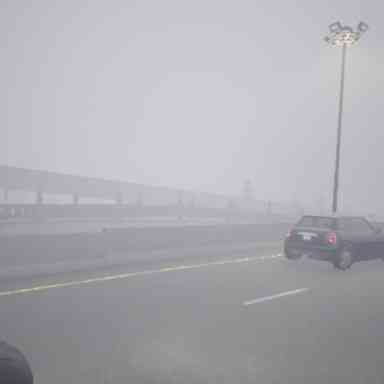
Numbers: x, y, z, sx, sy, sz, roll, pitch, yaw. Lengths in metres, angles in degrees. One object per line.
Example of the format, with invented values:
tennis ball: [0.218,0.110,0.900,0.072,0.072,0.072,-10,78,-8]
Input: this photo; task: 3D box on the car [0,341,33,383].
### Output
car: [-3.369,1.486,1.344,5.008,1.535,1.882,0,0,-36]

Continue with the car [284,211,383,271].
car: [5.421,1.577,11.917,4.553,1.767,2.097,3,-2,-35]

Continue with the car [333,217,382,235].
car: [16.411,3.415,32.901,5.357,1.411,2.033,7,-4,-35]

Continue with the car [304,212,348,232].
car: [14.461,3.228,35.804,4.553,1.767,2.097,7,-4,-35]
